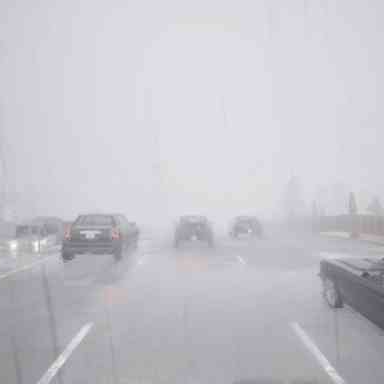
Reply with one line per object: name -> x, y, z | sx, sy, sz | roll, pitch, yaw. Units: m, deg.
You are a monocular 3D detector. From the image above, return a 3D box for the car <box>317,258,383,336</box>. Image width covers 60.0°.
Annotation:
car -> 3.597, 1.612, 4.993 | 1.895, 1.301, 4.718 | 0, -1, 0

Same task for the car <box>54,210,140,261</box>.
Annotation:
car -> -3.408, 1.583, 13.254 | 2.097, 1.767, 4.553 | 0, -2, 0

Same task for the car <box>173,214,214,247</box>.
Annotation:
car -> 0.090, 1.942, 17.239 | 1.837, 1.490, 4.892 | 0, -4, 0

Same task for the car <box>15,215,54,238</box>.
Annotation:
car -> -10.603, 2.398, 23.679 | 1.882, 1.535, 5.008 | 0, -5, 0

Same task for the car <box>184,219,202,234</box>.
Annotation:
car -> 0.079, 3.728, 35.444 | 1.837, 1.490, 4.892 | 0, -7, 0

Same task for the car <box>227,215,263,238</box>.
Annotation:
car -> 3.586, 2.350, 22.862 | 1.837, 1.490, 4.892 | 0, -5, 0
